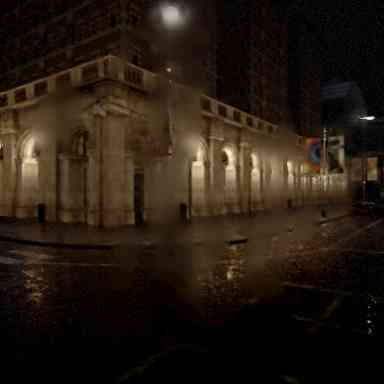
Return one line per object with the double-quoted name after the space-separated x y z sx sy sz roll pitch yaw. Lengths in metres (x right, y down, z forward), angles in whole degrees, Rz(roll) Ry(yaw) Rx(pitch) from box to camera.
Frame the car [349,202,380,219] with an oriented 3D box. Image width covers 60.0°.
15.415 1.579 29.643 1.895 1.301 4.718 0 0 36 "car"
